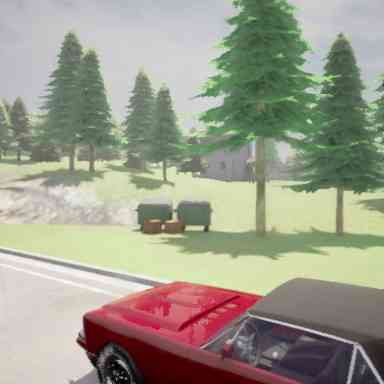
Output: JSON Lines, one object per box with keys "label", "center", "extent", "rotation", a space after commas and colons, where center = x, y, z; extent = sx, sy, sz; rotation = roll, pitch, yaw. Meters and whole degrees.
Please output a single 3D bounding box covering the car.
{"label": "car", "center": [0.985, 1.598, 3.292], "extent": [4.718, 1.301, 1.895], "rotation": [0, 0, 36]}
